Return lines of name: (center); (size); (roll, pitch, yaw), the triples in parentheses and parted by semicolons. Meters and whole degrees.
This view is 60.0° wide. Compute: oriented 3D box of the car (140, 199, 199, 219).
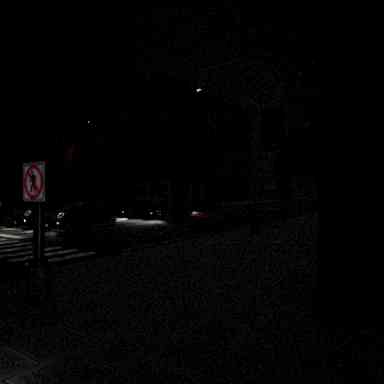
car: (-1.793, 1.413, 27.904); (1.837, 1.490, 4.892); (0, 0, 35)

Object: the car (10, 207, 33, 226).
car: (-9.653, 1.304, 22.428); (2.097, 1.767, 4.553); (0, 0, 35)

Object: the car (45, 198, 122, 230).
car: (-6.929, 1.298, 20.648); (2.097, 1.767, 4.553); (0, 0, 35)

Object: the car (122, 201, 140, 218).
car: (-4.663, 1.480, 29.487); (1.994, 1.385, 4.181); (0, 0, 35)

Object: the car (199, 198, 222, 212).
car: (1.383, 1.419, 38.017); (2.033, 1.411, 5.357); (0, 0, 36)
